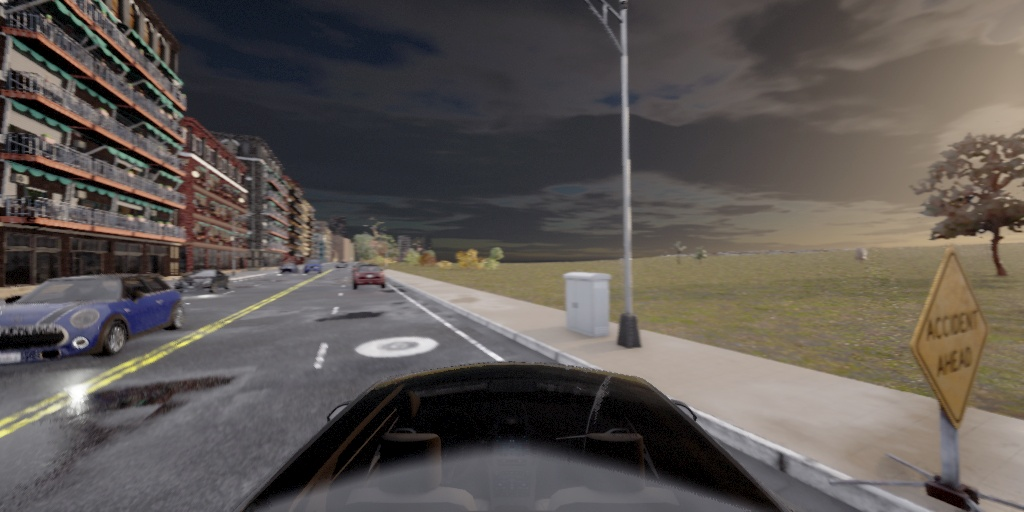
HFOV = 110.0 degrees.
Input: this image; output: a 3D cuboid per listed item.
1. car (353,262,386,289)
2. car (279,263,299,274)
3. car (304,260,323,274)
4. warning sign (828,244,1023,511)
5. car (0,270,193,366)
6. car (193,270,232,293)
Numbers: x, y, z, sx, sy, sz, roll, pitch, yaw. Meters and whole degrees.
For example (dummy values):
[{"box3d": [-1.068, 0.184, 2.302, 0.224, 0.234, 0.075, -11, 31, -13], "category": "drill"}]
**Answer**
[{"box3d": [-10.518, 1.393, 26.327, 2.097, 1.767, 4.553, 0, -1, -24], "category": "car"}, {"box3d": [-33.802, 1.804, 54.435, 2.097, 1.767, 4.553, 0, -1, -23], "category": "car"}, {"box3d": [-30.782, 1.661, 55.655, 2.150, 2.045, 5.566, 0, 0, -23], "category": "car"}, {"box3d": [3.124, 0.848, 2.548, 1.300, 1.860, 1.060, 0, 0, -24], "category": "warning sign"}, {"box3d": [-9.824, 1.236, 8.398, 2.097, 1.767, 4.553, 0, -1, -24], "category": "car"}, {"box3d": [-19.953, 1.616, 23.356, 1.812, 1.442, 4.674, 0, -1, -24], "category": "car"}]
